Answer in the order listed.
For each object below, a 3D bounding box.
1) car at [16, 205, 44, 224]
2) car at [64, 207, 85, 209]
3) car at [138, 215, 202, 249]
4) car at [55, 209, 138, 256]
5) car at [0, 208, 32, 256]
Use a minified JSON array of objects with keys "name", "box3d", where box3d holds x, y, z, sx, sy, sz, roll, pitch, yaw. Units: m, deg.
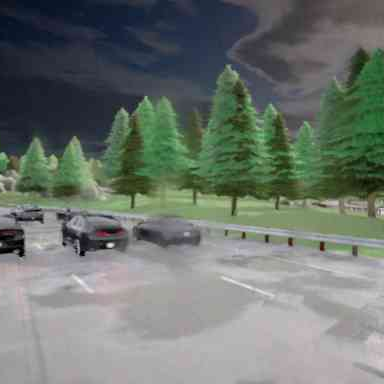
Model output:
[{"name":"car","box3d":[-13.414,1.782,27.019,2.128,1.511,4.902,1,-1,-37]},{"name":"car","box3d":[-10.223,1.937,28.599,1.895,1.301,4.718,1,-1,-37]},{"name":"car","box3d":[-1.292,1.785,15.947,1.994,1.385,4.181,1,-1,-33]},{"name":"car","box3d":[-4.229,1.678,14.047,1.837,1.490,4.892,1,-1,-33]},{"name":"car","box3d":[-7.831,1.611,13.174,1.882,1.535,5.008,1,-1,-33]}]
